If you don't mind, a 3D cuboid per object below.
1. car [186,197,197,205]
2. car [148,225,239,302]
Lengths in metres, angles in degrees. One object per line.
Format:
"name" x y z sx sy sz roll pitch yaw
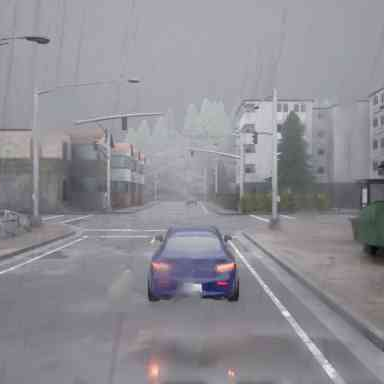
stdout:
"car" -0.051 1.547 58.446 2.033 1.411 5.357 0 0 0
"car" 0.037 1.526 8.162 1.812 1.442 4.674 0 0 0
